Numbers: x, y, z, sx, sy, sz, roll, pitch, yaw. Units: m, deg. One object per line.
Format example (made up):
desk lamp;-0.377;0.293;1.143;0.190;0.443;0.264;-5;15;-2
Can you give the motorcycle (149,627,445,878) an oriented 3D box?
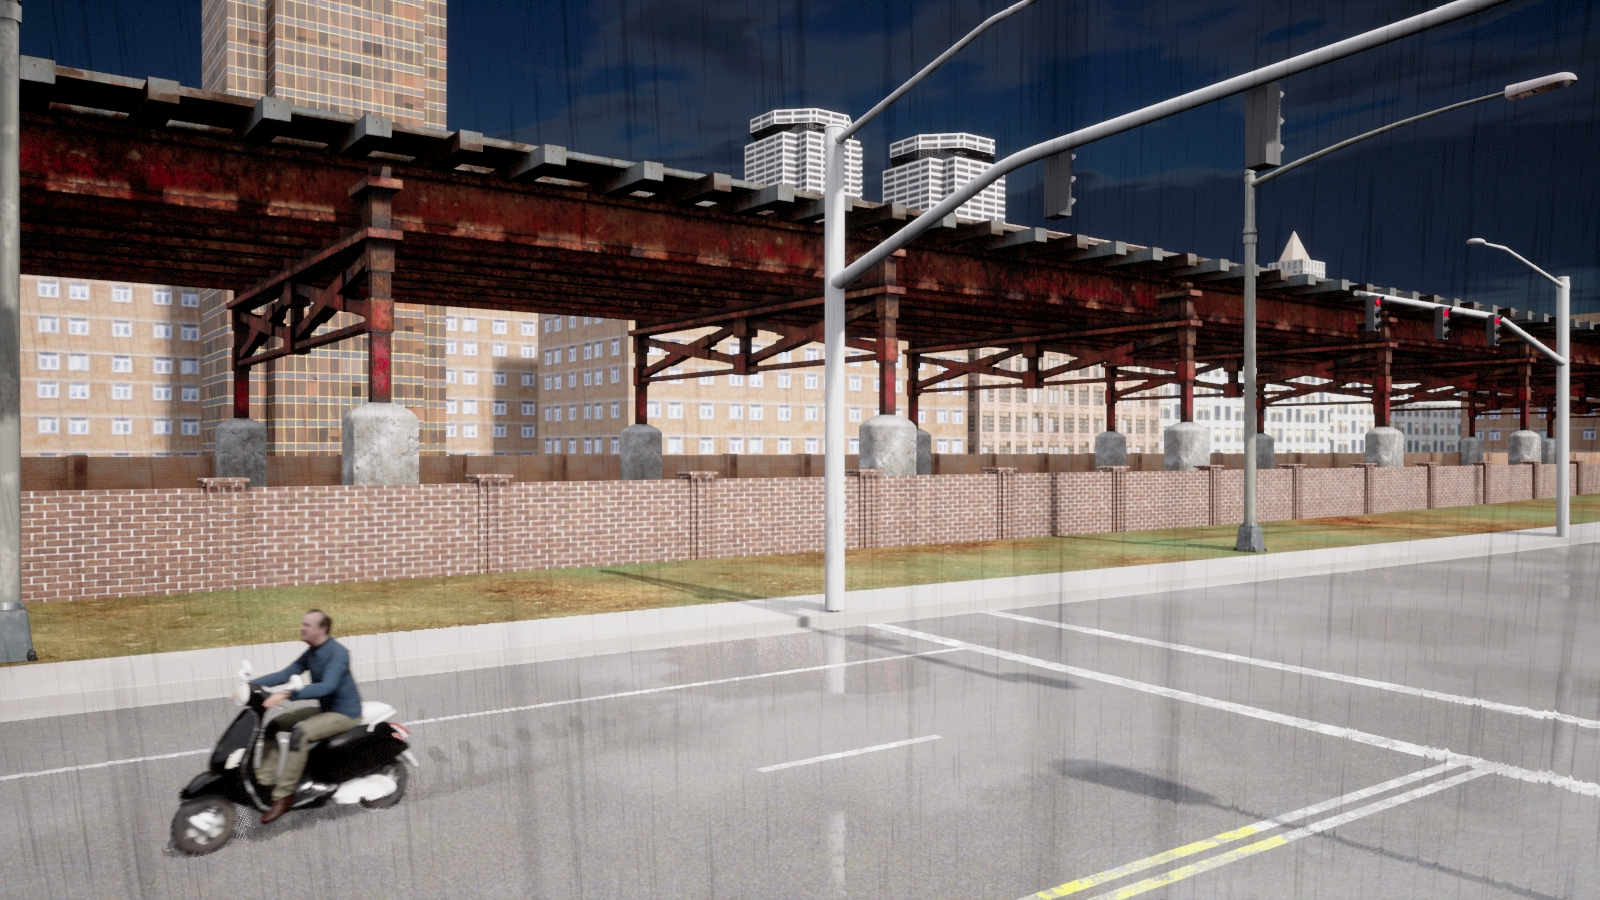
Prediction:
motorcycle;-3.668;2.129;8.443;0.856;1.341;1.805;0;0;42
